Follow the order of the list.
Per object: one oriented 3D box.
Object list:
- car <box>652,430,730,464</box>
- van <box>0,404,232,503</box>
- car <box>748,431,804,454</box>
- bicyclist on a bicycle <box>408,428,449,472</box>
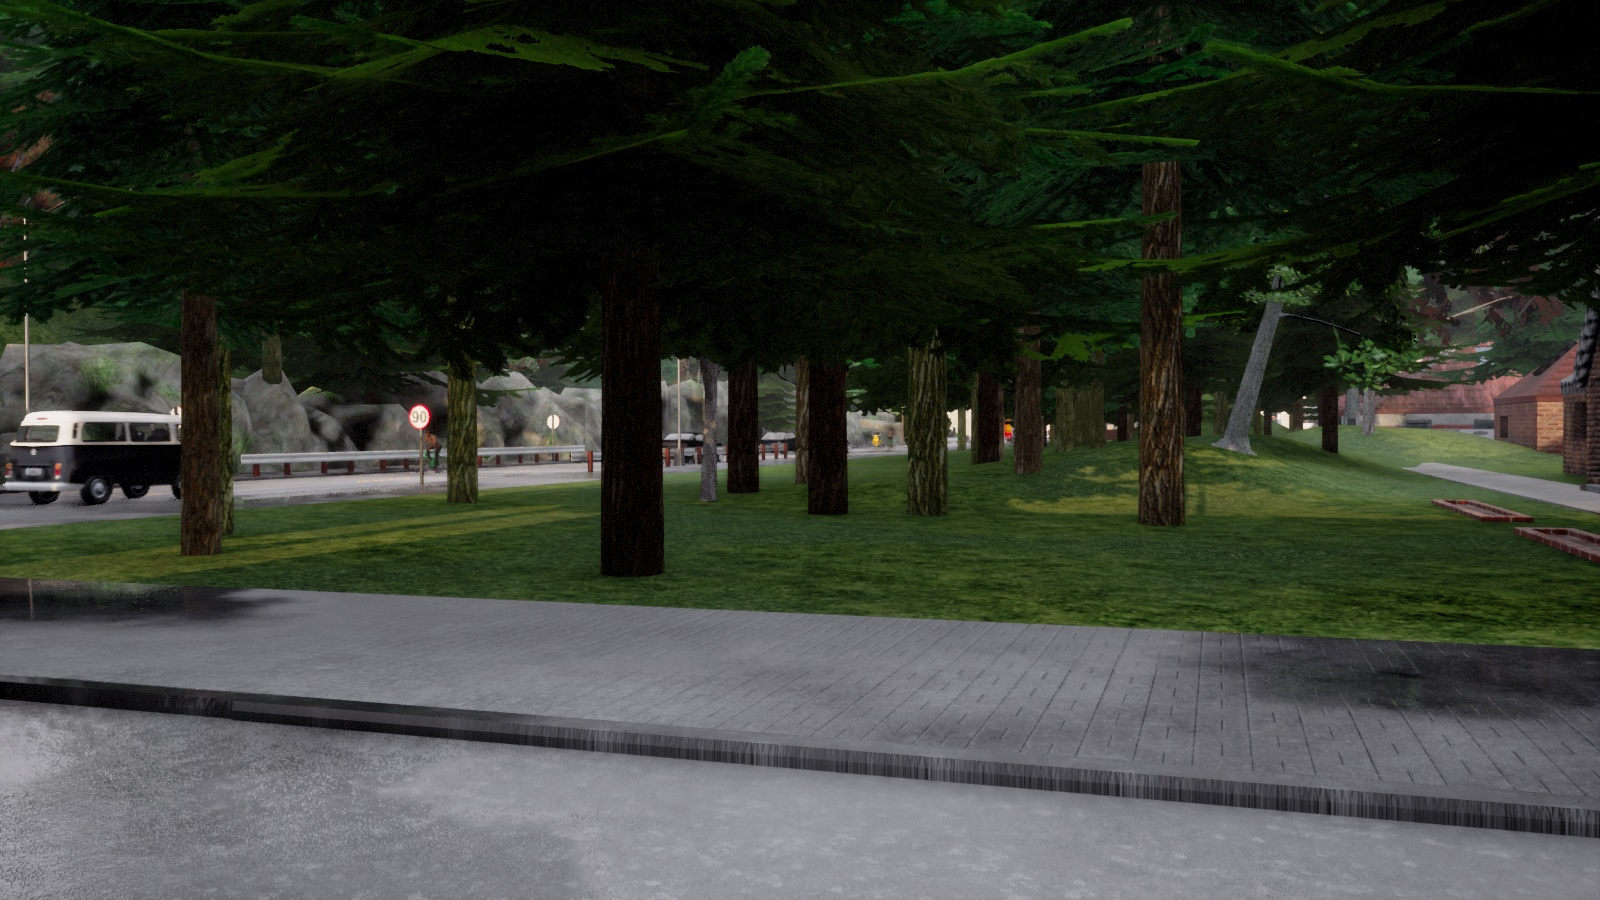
[{"bbox_3d":[-5.099,-0.170,59.614,1.882,1.535,5.008,1,1,18],"label":"car"},{"bbox_3d":[-15.376,0.037,28.457,2.069,2.038,4.480,1,1,18],"label":"van"},{"bbox_3d":[-1.538,-0.507,82.887,2.163,1.488,4.792,1,1,18],"label":"car"},{"bbox_3d":[-13.695,-0.014,46.327,0.582,1.620,1.656,1,1,18],"label":"bicyclist on a bicycle"}]
